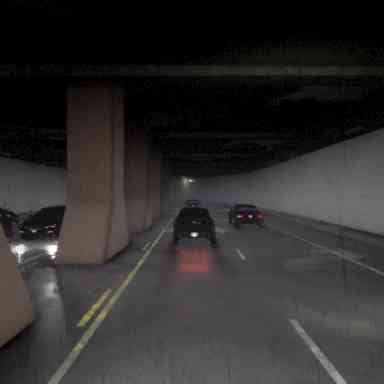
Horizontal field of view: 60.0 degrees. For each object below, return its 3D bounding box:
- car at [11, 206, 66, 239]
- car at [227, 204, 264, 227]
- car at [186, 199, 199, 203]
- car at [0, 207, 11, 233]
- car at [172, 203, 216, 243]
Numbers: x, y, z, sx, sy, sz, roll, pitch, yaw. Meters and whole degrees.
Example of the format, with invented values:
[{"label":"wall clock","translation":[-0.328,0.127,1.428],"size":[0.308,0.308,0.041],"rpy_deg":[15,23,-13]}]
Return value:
[{"label":"car","translation":[-7.103,1.509,17.372],"size":[1.837,1.490,4.892],"rpy_deg":[0,0,0]},{"label":"car","translation":[3.596,1.554,23.034],"size":[2.033,1.411,5.357],"rpy_deg":[0,0,0]},{"label":"car","translation":[0.042,1.557,38.040],"size":[2.033,1.411,5.357],"rpy_deg":[0,0,-1]},{"label":"car","translation":[-10.602,1.509,16.751],"size":[1.837,1.490,4.892],"rpy_deg":[0,0,0]},{"label":"car","translation":[0.098,1.509,16.187],"size":[1.837,1.490,4.892],"rpy_deg":[0,0,0]}]
